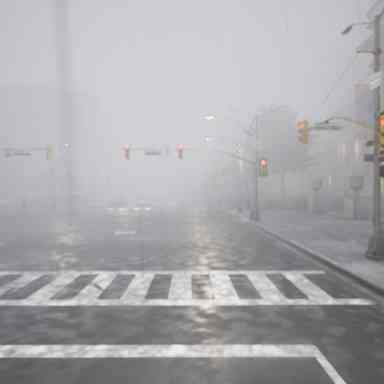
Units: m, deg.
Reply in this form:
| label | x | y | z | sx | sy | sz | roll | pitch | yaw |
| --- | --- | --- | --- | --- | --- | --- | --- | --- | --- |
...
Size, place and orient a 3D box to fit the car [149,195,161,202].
| label | x | y | z | sx | sy | sz | roll | pitch | yaw |
| --- | --- | --- | --- | --- | --- | --- | --- | --- | --- |
| car | -9.027 | 1.489 | 79.980 | 1.882 | 1.535 | 5.008 | 0 | 0 | -18 |

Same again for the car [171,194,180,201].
| label | x | y | z | sx | sy | sz | roll | pitch | yaw |
| --- | --- | --- | --- | --- | --- | --- | --- | --- | --- |
| car | -5.081 | 1.368 | 88.634 | 2.097 | 1.767 | 4.553 | 0 | 0 | -29 |

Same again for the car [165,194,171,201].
| label | x | y | z | sx | sy | sz | roll | pitch | yaw |
| --- | --- | --- | --- | --- | --- | --- | --- | --- | --- |
| car | -7.732 | 1.608 | 86.145 | 1.895 | 1.301 | 4.718 | 0 | 0 | -25 |

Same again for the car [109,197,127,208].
| label | x | y | z | sx | sy | sz | roll | pitch | yaw |
| --- | --- | --- | --- | --- | --- | --- | --- | --- | --- |
| car | -10.671 | 1.512 | 48.427 | 1.837 | 1.490 | 4.892 | 0 | 0 | 0 |

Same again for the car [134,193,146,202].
| label | x | y | z | sx | sy | sz | roll | pitch | yaw |
| --- | --- | --- | --- | --- | --- | --- | --- | --- | --- |
| car | -12.427 | 1.237 | 79.095 | 2.150 | 2.045 | 5.566 | 0 | 0 | -18 |

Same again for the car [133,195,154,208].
| label | x | y | z | sx | sy | sz | roll | pitch | yaw |
| --- | --- | --- | --- | --- | --- | --- | --- | --- | --- |
| car | -7.178 | 1.533 | 49.459 | 1.812 | 1.442 | 4.674 | 0 | 0 | 0 |

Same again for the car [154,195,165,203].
| label | x | y | z | sx | sy | sz | roll | pitch | yaw |
| --- | --- | --- | --- | --- | --- | --- | --- | --- | --- |
| car | -7.176 | 1.487 | 67.992 | 1.882 | 1.535 | 5.008 | 0 | 0 | 1 |

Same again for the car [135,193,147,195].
| label | x | y | z | sx | sy | sz | roll | pitch | yaw |
| --- | --- | --- | --- | --- | --- | --- | --- | --- | --- |
| car | -10.676 | 1.487 | 67.197 | 1.882 | 1.535 | 5.008 | 0 | 0 | 0 |
